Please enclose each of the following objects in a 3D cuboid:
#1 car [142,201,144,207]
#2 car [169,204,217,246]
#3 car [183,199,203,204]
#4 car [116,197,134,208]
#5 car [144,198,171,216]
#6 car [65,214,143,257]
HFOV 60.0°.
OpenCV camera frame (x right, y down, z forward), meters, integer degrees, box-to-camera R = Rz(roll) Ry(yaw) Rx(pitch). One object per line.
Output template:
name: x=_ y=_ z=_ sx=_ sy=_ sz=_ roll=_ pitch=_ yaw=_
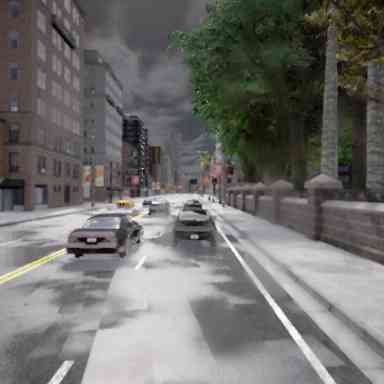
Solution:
car: x=-6.501 y=1.563 z=51.513 sx=2.033 sy=1.411 sz=5.357 roll=0 pitch=0 yaw=1
car: x=0.103 y=1.508 z=15.401 sx=1.837 sy=1.490 sz=4.892 roll=0 pitch=0 yaw=0
car: x=0.106 y=1.513 z=32.986 sx=1.837 sy=1.490 sz=4.892 roll=0 pitch=0 yaw=0
car: x=-9.781 y=1.492 z=49.086 sx=1.882 sy=1.535 sz=5.008 roll=0 pitch=0 yaw=1
car: x=-3.145 y=1.500 z=32.950 sx=2.128 sy=1.511 sz=4.902 roll=0 pitch=0 yaw=0
car: x=-3.148 y=1.551 z=12.947 sx=2.033 sy=1.411 sz=5.357 roll=0 pitch=0 yaw=0
